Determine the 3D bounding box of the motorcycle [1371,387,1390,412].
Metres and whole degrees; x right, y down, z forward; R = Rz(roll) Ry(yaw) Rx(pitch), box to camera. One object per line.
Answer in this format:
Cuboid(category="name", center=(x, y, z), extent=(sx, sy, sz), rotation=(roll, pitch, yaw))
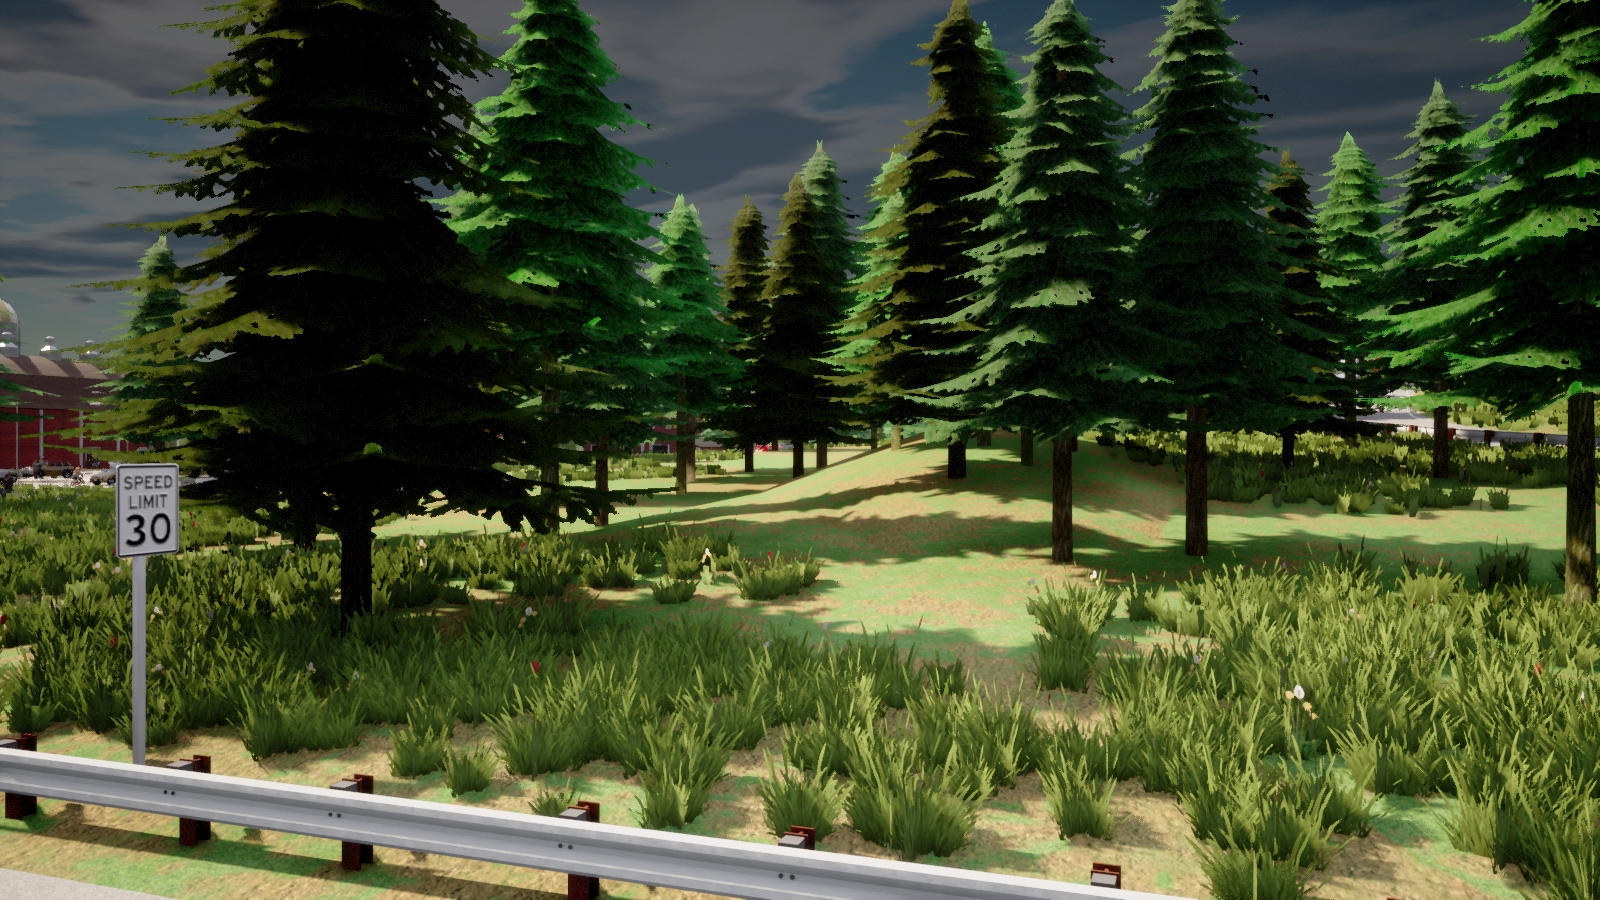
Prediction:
Cuboid(category="motorcycle", center=(31.760, -2.781, 62.512), extent=(0.856, 1.316, 1.805), rotation=(0, 5, 24))
